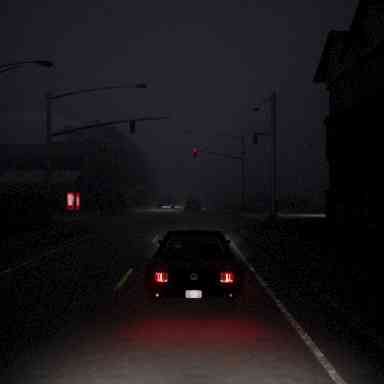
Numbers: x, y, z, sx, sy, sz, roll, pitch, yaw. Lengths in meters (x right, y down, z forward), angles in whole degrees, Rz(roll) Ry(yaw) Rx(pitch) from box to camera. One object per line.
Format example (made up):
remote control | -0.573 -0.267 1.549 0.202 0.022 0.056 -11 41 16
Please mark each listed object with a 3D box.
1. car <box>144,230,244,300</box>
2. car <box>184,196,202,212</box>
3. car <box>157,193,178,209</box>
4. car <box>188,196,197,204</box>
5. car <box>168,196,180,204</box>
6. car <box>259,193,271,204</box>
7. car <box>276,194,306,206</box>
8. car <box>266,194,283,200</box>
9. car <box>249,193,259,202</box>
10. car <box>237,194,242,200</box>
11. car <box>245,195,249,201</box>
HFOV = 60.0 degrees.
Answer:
car | 0.057 1.600 8.365 1.895 1.301 4.718 0 0 1
car | 0.079 1.488 39.008 2.128 1.511 4.902 0 0 1
car | -3.600 1.215 46.723 2.150 2.045 5.566 0 0 0
car | 0.092 1.495 66.694 1.837 1.490 4.892 0 0 0
car | -3.529 1.538 67.250 2.033 1.411 5.357 0 0 1
car | 14.159 1.161 54.757 5.027 1.636 2.152 0 0 0
car | 14.484 1.241 48.340 3.806 1.475 1.970 0 0 0
car | 21.297 1.387 86.063 3.806 1.475 1.970 0 0 0
car | 14.156 1.083 67.552 3.866 1.878 1.905 0 0 0
car | 13.875 1.376 89.041 3.633 1.501 1.845 0 0 0
car | 13.743 1.103 70.457 4.605 1.855 1.932 0 0 0
